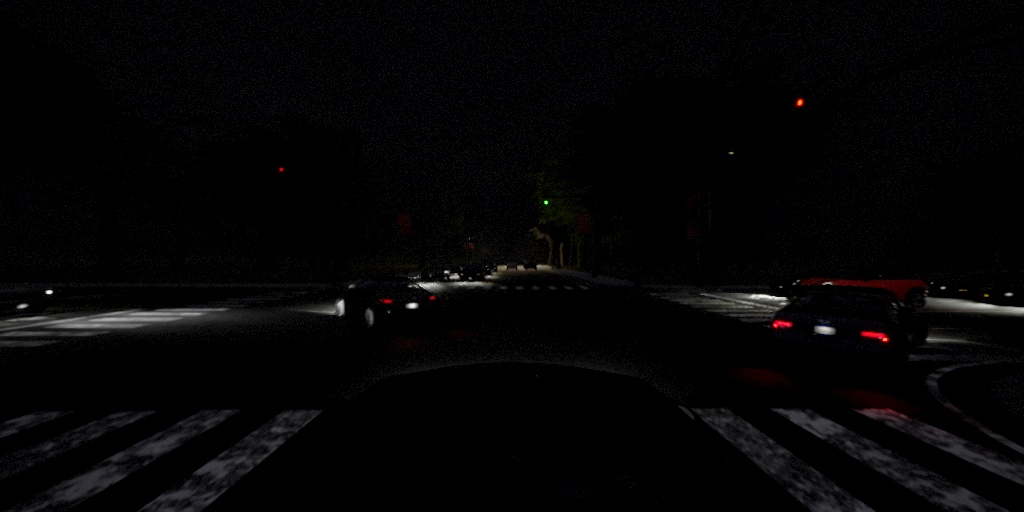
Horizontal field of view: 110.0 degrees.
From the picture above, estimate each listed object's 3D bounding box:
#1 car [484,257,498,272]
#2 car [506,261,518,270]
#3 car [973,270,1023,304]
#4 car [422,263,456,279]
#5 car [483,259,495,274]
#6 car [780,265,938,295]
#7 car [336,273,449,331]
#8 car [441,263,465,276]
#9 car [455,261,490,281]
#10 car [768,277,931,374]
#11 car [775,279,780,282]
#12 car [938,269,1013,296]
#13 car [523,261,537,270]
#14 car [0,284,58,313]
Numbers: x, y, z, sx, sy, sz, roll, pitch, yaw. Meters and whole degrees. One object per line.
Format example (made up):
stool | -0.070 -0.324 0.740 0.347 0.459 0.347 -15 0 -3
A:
car | -3.242 1.227 51.640 2.150 2.045 5.566 0 -1 0
car | 0.009 1.634 61.374 1.812 1.442 4.674 0 -1 0
car | 23.222 1.466 15.398 4.181 1.385 1.994 0 0 -2
car | -6.589 1.349 31.459 2.128 1.511 4.902 0 0 0
car | -3.315 1.418 41.065 1.837 1.490 4.892 0 0 0
car | 14.588 1.212 15.301 4.553 1.767 2.097 0 0 -1
car | -4.026 1.329 11.342 1.994 1.385 4.181 1 0 -40
car | -6.568 1.473 40.379 1.994 1.385 4.181 0 0 0
car | -3.340 1.405 31.471 2.033 1.411 5.357 0 0 0
car | 7.297 1.344 7.728 5.357 1.411 2.033 1 0 -39
car | 15.919 1.434 18.585 4.181 1.385 1.994 0 0 0
car | 24.792 1.418 18.645 4.892 1.490 1.837 0 0 -1
car | 3.260 1.612 61.242 1.837 1.490 4.892 0 -1 0
car | -18.086 1.318 11.631 4.718 1.301 1.895 0 0 -1
